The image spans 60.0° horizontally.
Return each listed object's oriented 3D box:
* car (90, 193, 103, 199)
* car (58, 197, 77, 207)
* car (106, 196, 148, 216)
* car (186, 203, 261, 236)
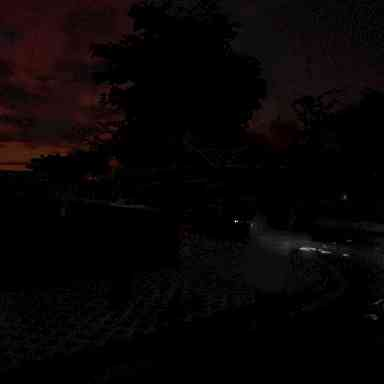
[{"bbox_3d":[-25.860,0.951,89.982,2.097,1.767,4.553,-1,0,5],"label":"car"},{"bbox_3d":[-16.906,1.260,44.901,1.895,1.301,4.718,-1,1,-32],"label":"car"},{"bbox_3d":[-5.325,1.319,27.884,1.812,1.442,4.674,-1,1,-35],"label":"car"},{"bbox_3d":[1.538,1.366,17.984,2.128,1.511,4.902,-1,1,-35],"label":"car"}]
